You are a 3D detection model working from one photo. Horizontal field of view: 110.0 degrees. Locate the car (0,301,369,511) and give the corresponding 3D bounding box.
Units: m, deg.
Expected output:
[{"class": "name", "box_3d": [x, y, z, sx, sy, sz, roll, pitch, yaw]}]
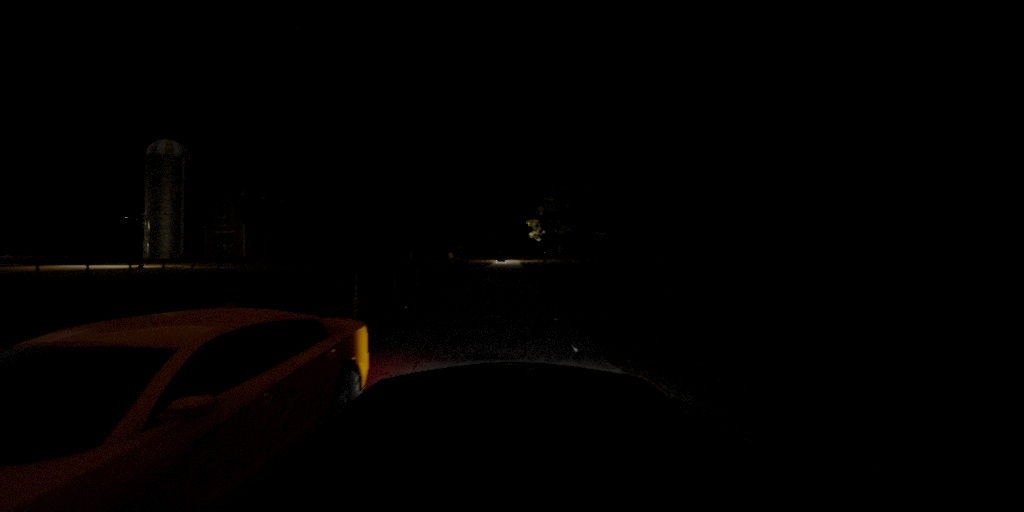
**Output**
[{"class": "car", "box_3d": [-2.850, 1.228, 2.811, 1.882, 1.535, 5.008, 0, 0, 0]}]
